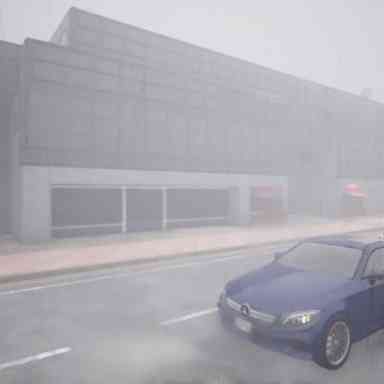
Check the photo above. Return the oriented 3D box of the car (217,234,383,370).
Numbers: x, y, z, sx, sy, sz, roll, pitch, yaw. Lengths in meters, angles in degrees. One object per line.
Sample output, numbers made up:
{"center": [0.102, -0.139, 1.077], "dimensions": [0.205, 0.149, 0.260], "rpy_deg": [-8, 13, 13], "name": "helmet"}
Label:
{"center": [2.585, 1.515, 5.798], "dimensions": [4.674, 1.442, 1.812], "rpy_deg": [0, 0, -35], "name": "car"}
